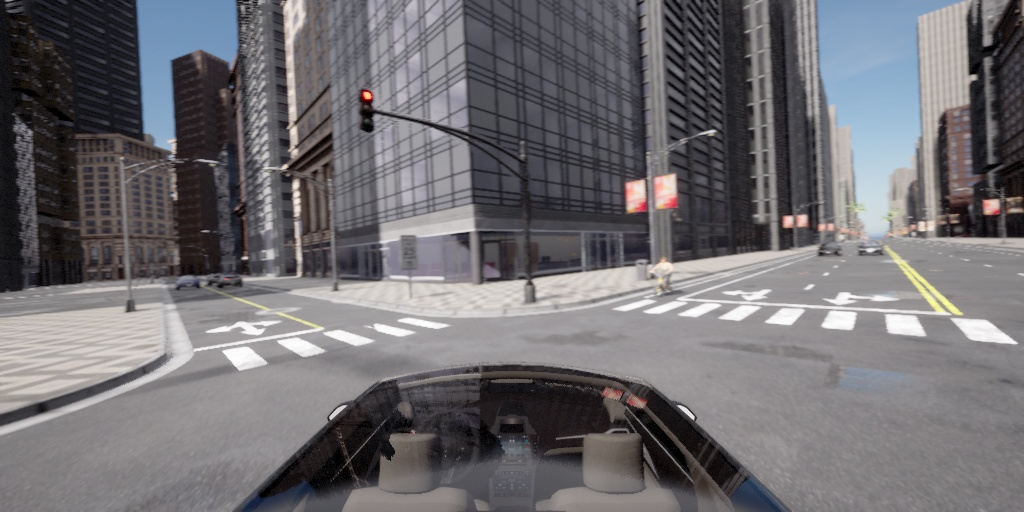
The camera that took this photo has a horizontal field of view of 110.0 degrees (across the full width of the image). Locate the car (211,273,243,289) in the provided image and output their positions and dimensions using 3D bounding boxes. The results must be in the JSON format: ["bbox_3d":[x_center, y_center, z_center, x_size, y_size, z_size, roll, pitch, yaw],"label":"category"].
[{"bbox_3d":[-29.392,2.539,37.310,2.128,1.511,4.902,-3,0,-44],"label":"car"}]

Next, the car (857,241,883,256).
[{"bbox_3d":[38.214,-0.835,38.234,4.902,1.511,2.128,-3,1,-45],"label":"car"}]

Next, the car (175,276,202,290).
[{"bbox_3d":[-35.027,2.847,38.748,1.812,1.442,4.674,-3,0,-44],"label":"car"}]

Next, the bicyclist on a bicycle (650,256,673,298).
[{"bbox_3d":[6.008,0.811,14.240,1.509,1.612,0.866,-3,1,-45],"label":"bicyclist on a bicycle"}]

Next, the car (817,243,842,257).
[{"bbox_3d":[35.933,-0.755,40.547,5.008,1.535,1.882,-3,1,-45],"label":"car"}]

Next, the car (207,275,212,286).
[{"bbox_3d":[-36.748,2.874,44.792,2.128,1.511,4.902,-3,0,-44],"label":"car"}]
